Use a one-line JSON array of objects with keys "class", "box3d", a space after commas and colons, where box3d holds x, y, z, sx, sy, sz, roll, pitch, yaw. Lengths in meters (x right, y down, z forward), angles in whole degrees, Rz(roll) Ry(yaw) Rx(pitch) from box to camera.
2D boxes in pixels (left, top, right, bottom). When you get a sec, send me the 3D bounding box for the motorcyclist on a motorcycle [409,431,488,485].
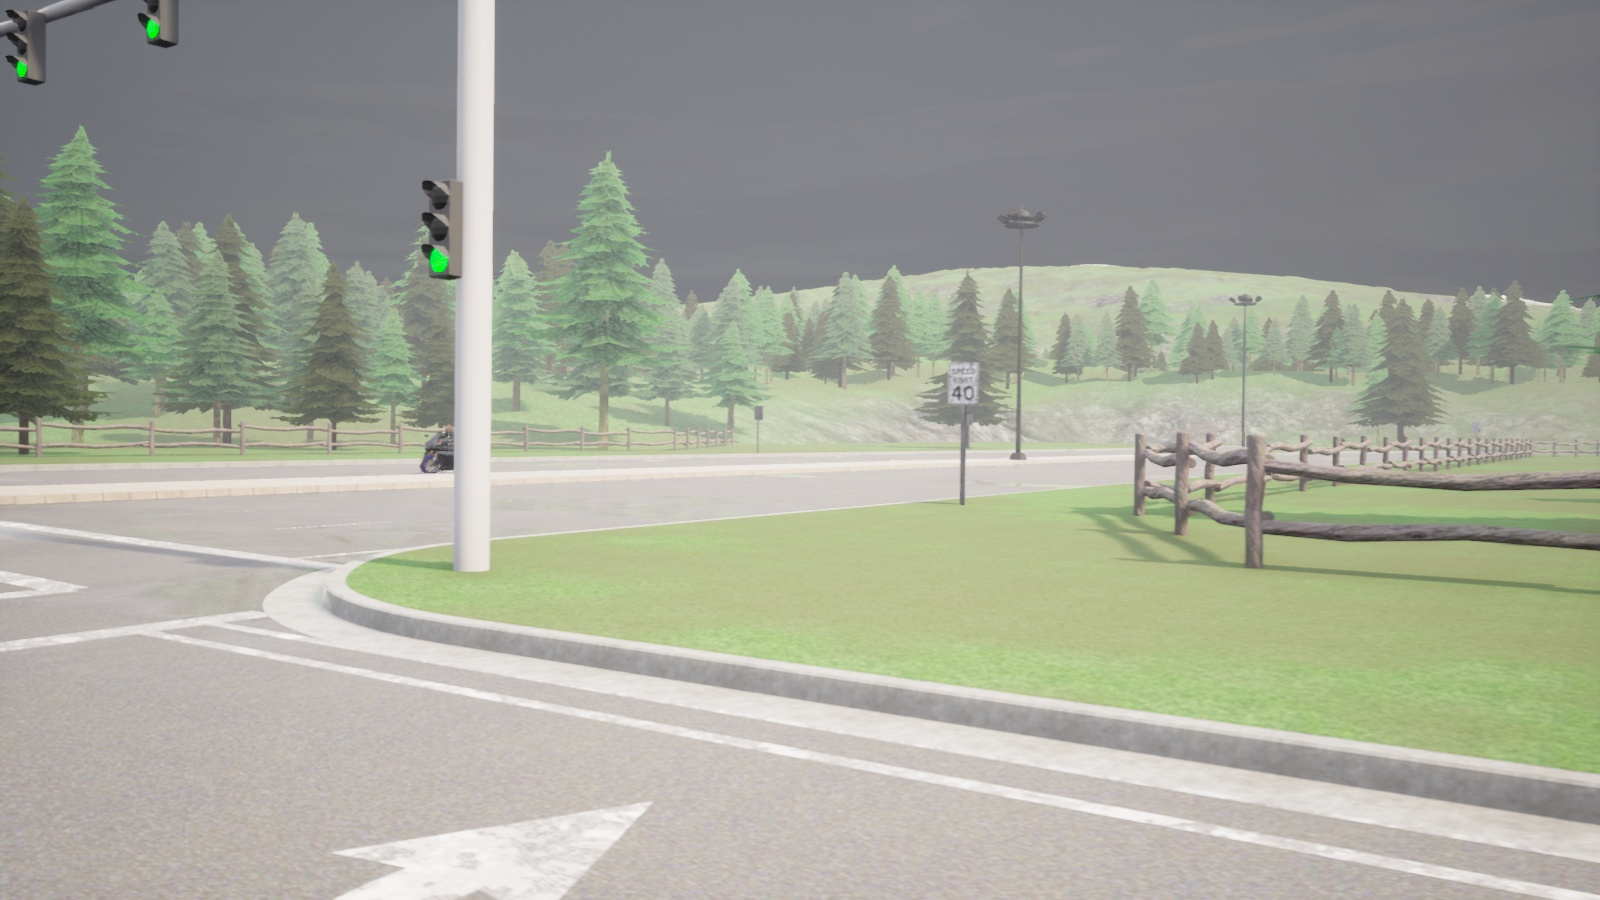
[{"class": "motorcyclist on a motorcycle", "box3d": [-10.310, 0.207, 36.903, 0.866, 1.530, 2.191, 0, 1, 33]}]
